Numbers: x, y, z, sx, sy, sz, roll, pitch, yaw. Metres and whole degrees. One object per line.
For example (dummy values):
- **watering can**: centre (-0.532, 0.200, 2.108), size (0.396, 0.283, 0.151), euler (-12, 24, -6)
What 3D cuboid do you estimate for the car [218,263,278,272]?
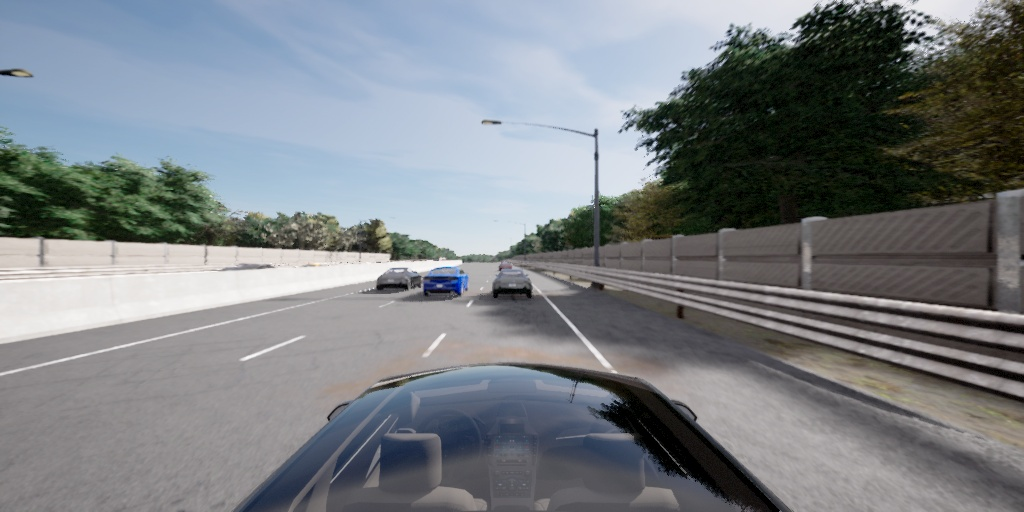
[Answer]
- **car**: centre (-21.397, 1.406, 29.812), size (1.837, 1.490, 4.892), euler (0, -1, -1)

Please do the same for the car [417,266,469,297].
- **car**: centre (-3.498, 1.299, 19.623), size (1.882, 1.535, 5.008), euler (0, 0, -1)

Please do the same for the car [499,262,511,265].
- **car**: centre (-1.058, 1.631, 55.467), size (1.994, 1.385, 4.181), euler (0, 0, -3)

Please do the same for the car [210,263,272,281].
- **car**: centre (-24.985, 1.415, 33.379), size (2.128, 1.511, 4.902), euler (0, 0, -1)

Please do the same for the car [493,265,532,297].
- **car**: centre (-0.013, 1.379, 19.326), size (1.994, 1.385, 4.181), euler (0, 0, -1)

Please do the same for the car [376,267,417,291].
- **car**: centre (-7.056, 1.406, 22.760), size (1.994, 1.385, 4.181), euler (0, 0, -1)

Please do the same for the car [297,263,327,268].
- **car**: centre (-17.953, 1.387, 32.265), size (1.882, 1.535, 5.008), euler (0, -1, -1)
